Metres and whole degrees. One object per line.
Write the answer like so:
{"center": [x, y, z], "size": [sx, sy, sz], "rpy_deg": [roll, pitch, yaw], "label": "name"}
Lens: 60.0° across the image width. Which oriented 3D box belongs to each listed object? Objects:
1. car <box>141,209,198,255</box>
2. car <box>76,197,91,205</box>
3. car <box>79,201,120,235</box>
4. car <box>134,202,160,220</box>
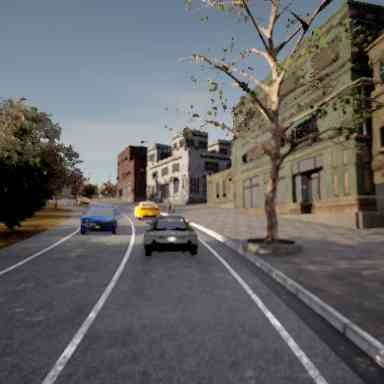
{"center": [-0.921, 1.626, 13.618], "size": [1.994, 1.385, 4.181], "rpy_deg": [1, 0, -6], "label": "car"}
{"center": [-18.697, 1.582, 57.324], "size": [1.882, 1.535, 5.008], "rpy_deg": [3, -1, -28], "label": "car"}
{"center": [-5.277, 1.532, 19.505], "size": [1.882, 1.535, 5.008], "rpy_deg": [1, 0, -10], "label": "car"}
{"center": [-4.125, 1.642, 30.222], "size": [1.882, 1.535, 5.008], "rpy_deg": [1, -1, -15], "label": "car"}
